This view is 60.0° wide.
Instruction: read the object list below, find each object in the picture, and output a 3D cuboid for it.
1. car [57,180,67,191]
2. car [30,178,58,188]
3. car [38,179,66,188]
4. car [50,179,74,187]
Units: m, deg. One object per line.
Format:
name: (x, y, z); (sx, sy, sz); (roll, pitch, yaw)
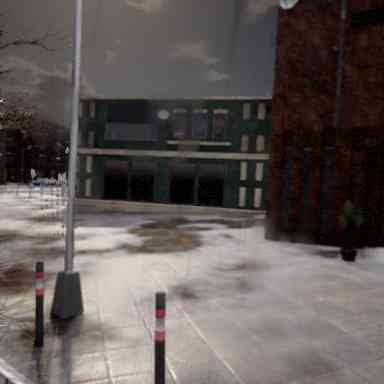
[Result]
car: (-19.310, -0.843, 54.994); (1.882, 1.535, 5.008); (4, 3, 20)
car: (-29.052, -1.842, 64.181); (4.553, 1.767, 2.185); (4, 3, 21)
car: (-28.103, -1.786, 66.778); (5.008, 1.535, 2.097); (4, 3, 21)
car: (-27.110, -1.817, 69.349); (4.674, 1.452, 2.002); (4, 3, 21)
